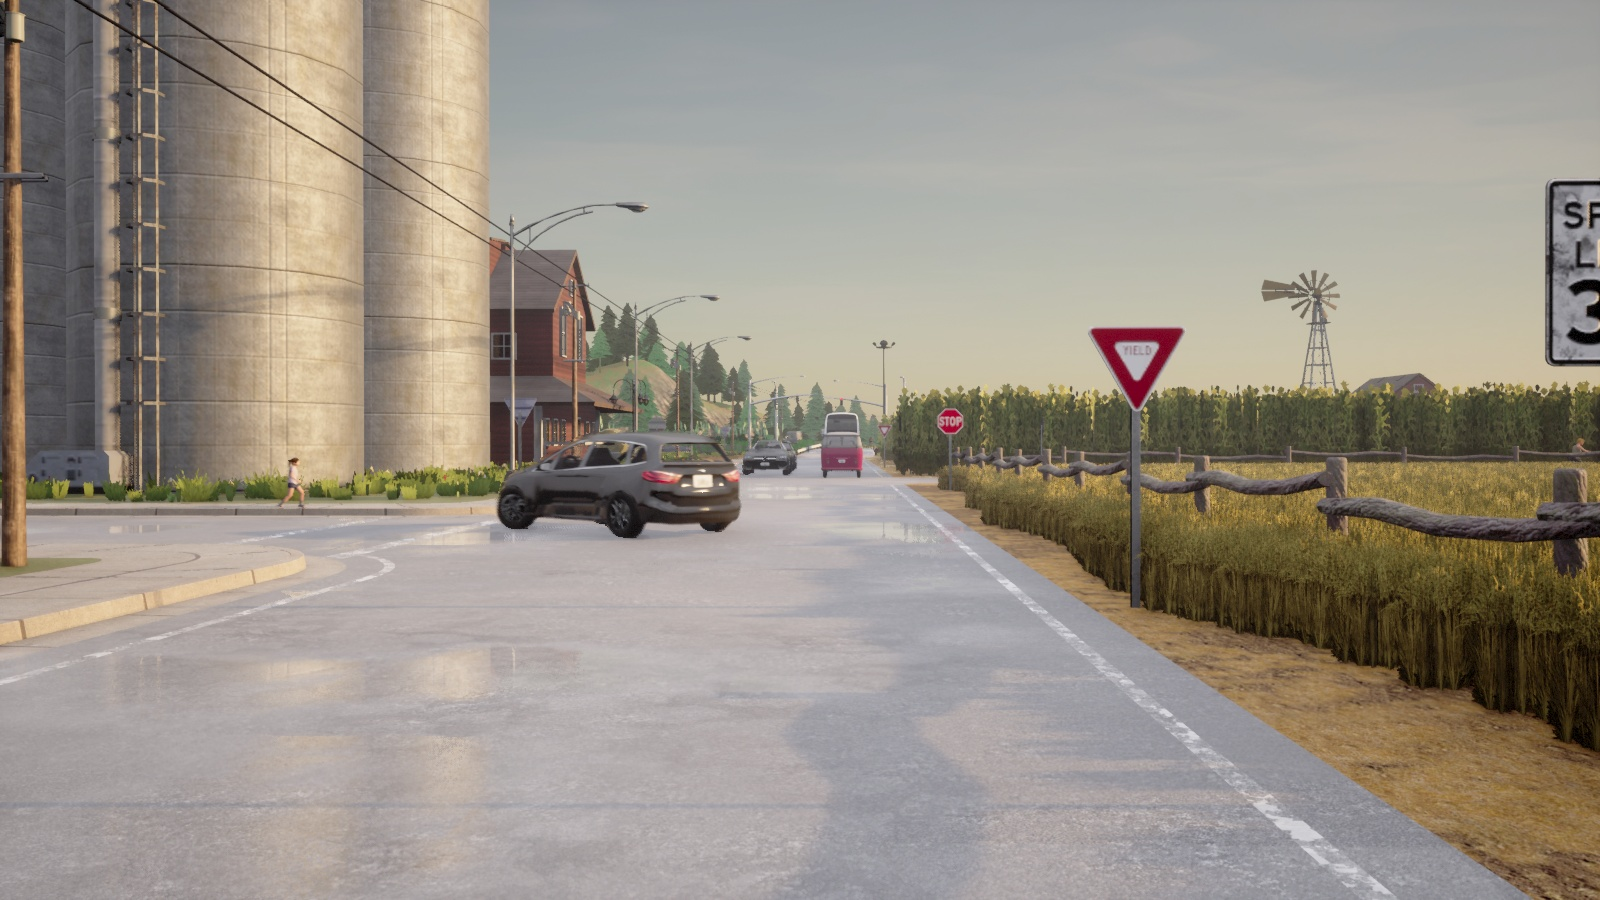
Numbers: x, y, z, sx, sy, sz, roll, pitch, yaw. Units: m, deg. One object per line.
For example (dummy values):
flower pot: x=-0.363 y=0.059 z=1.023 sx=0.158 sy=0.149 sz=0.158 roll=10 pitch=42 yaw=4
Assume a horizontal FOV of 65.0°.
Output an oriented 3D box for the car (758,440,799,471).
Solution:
car: x=-1.169 y=0.281 z=69.915 sx=2.033 sy=1.649 sz=4.856 roll=0 pitch=0 yaw=2

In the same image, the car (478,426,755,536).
car: x=-3.206 y=0.467 z=21.398 sx=4.611 sy=1.667 sz=2.242 roll=0 pitch=0 yaw=42

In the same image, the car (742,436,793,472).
car: x=-1.503 y=0.187 z=59.819 sx=2.152 sy=1.651 sz=5.027 roll=0 pitch=0 yaw=2

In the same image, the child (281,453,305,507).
child: x=-10.562 y=0.626 z=26.158 sx=0.394 sy=1.110 sz=0.255 roll=0 pitch=0 yaw=-4

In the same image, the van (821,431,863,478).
van: x=1.850 y=0.189 z=55.446 sx=1.775 sy=1.987 sz=4.442 roll=0 pitch=0 yaw=2
